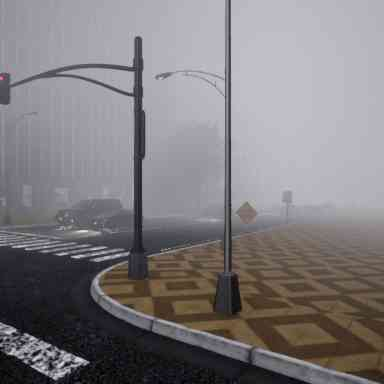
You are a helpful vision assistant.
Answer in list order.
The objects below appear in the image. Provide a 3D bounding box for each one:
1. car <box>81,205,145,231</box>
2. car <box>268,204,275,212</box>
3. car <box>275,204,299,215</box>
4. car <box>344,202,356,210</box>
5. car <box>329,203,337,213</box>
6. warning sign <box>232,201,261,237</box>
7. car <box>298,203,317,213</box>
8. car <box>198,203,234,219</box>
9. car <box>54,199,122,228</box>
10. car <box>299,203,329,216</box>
[{"bbox_3d":[-5.194,1.883,23.270,1.994,1.385,4.181,0,-1,33],"label":"car"},{"bbox_3d":[13.560,2.568,52.316,1.895,1.301,4.718,0,-1,33],"label":"car"},{"bbox_3d":[13.493,2.373,46.108,1.812,1.442,4.674,0,-1,33],"label":"car"},{"bbox_3d":[31.403,2.770,65.984,1.801,1.575,5.366,0,-1,33],"label":"car"},{"bbox_3d":[21.748,2.537,53.041,1.837,1.490,4.892,0,-1,33],"label":"car"},{"bbox_3d":[3.052,1.454,18.587,1.300,1.860,1.060,1,1,33],"label":"warning sign"},{"bbox_3d":[19.012,2.593,54.795,1.994,1.385,4.181,0,-1,33],"label":"car"},{"bbox_3d":[2.886,2.150,35.854,1.994,1.385,4.181,0,-1,33],"label":"car"},{"bbox_3d":[-7.646,1.542,25.462,2.150,2.045,5.566,0,0,33],"label":"car"},{"bbox_3d":[16.457,2.406,44.704,2.033,1.411,5.357,0,-1,33],"label":"car"}]
